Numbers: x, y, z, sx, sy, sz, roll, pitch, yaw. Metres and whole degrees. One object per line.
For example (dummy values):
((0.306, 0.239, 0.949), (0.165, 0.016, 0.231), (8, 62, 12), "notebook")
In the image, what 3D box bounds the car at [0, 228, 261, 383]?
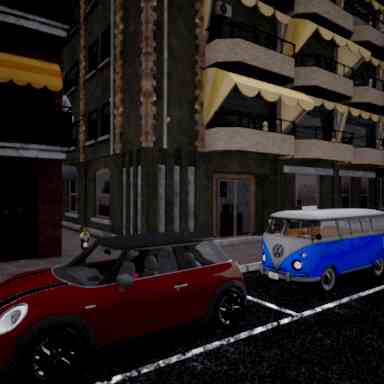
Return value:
((-1.108, 1.440, 5.304), (4.097, 1.590, 1.967), (0, 0, -36), "car")

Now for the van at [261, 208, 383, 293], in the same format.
((3.524, 1.341, 8.609), (3.998, 1.788, 1.690), (0, 0, -36), "van")
